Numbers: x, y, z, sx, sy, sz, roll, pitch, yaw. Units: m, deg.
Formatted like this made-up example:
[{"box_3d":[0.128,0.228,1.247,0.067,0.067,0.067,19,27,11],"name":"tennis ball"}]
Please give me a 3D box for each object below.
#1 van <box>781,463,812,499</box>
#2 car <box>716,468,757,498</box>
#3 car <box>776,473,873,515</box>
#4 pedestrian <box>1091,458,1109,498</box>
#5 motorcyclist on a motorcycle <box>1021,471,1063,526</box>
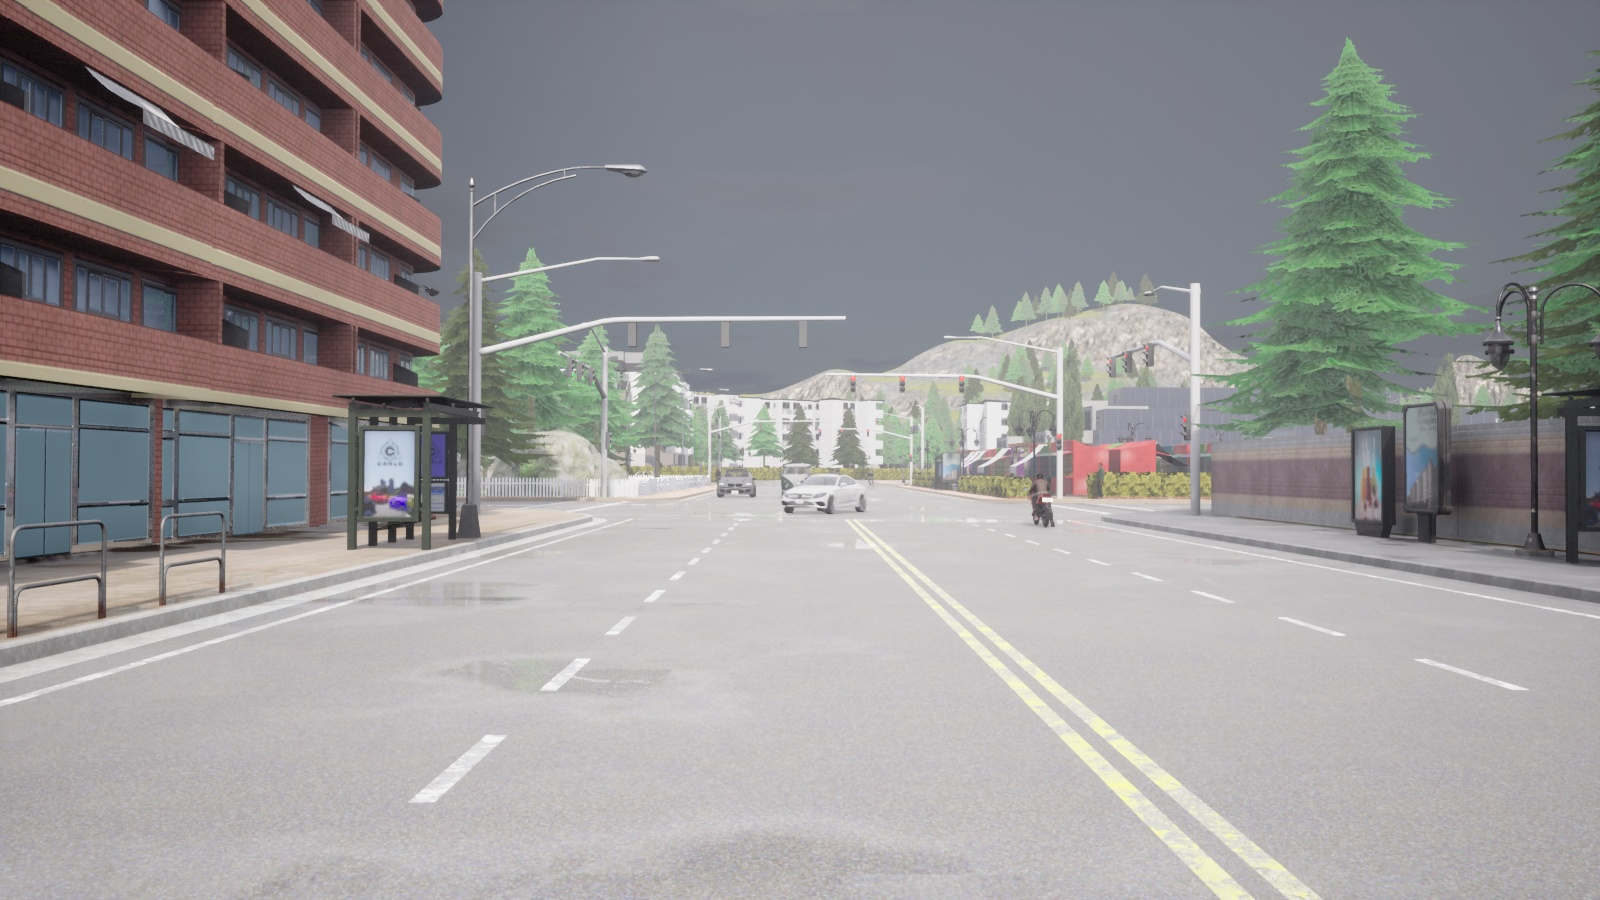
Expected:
[{"box_3d":[-0.201,1.800,73.544,1.775,1.987,4.442,0,-1,0],"name":"van"},{"box_3d":[-3.702,1.913,73.977,2.242,1.667,4.611,0,-1,0],"name":"car"},{"box_3d":[0.968,1.582,45.973,1.812,1.442,4.674,-1,-1,25],"name":"car"},{"box_3d":[14.962,1.401,62.560,0.788,1.949,0.423,0,-1,2],"name":"pedestrian"},{"box_3d":[6.901,1.371,35.922,0.797,1.523,2.044,0,-1,0],"name":"motorcyclist on a motorcycle"}]
